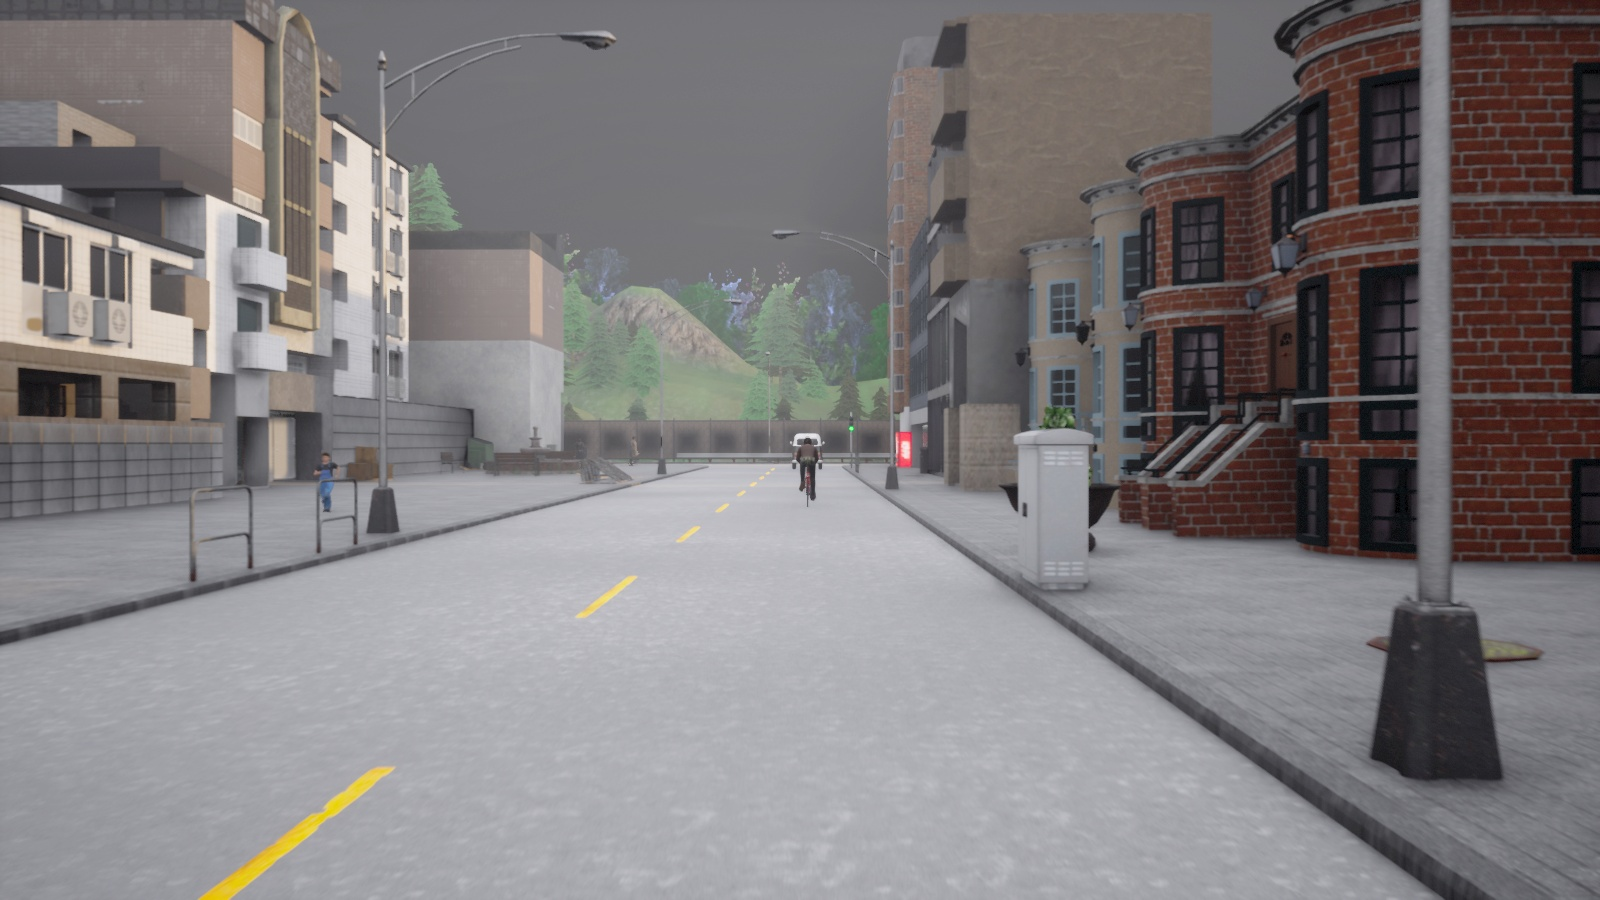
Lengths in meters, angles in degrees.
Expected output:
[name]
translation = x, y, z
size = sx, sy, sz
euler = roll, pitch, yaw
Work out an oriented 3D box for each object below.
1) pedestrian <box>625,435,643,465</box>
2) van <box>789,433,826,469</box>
[pedestrian]
translation = -10.667, -0.012, 80.687
size = 0.873, 1.952, 0.659
euler = 0, 0, 31
[van]
translation = 0.432, 0.059, 72.952
size = 2.069, 2.038, 4.480
euler = 0, 0, 0
